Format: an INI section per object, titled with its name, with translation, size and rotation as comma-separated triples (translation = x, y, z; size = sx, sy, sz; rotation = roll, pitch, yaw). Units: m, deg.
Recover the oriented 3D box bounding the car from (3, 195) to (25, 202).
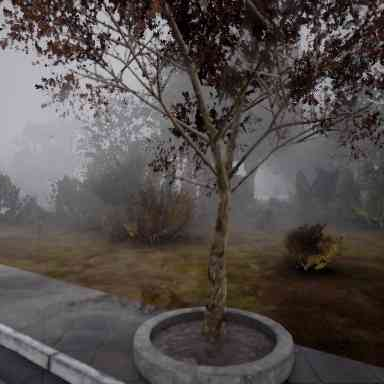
[car]
translation = -22.616, 1.163, 43.304
size = 1.837, 1.490, 4.892
rotation = 1, 0, 32
